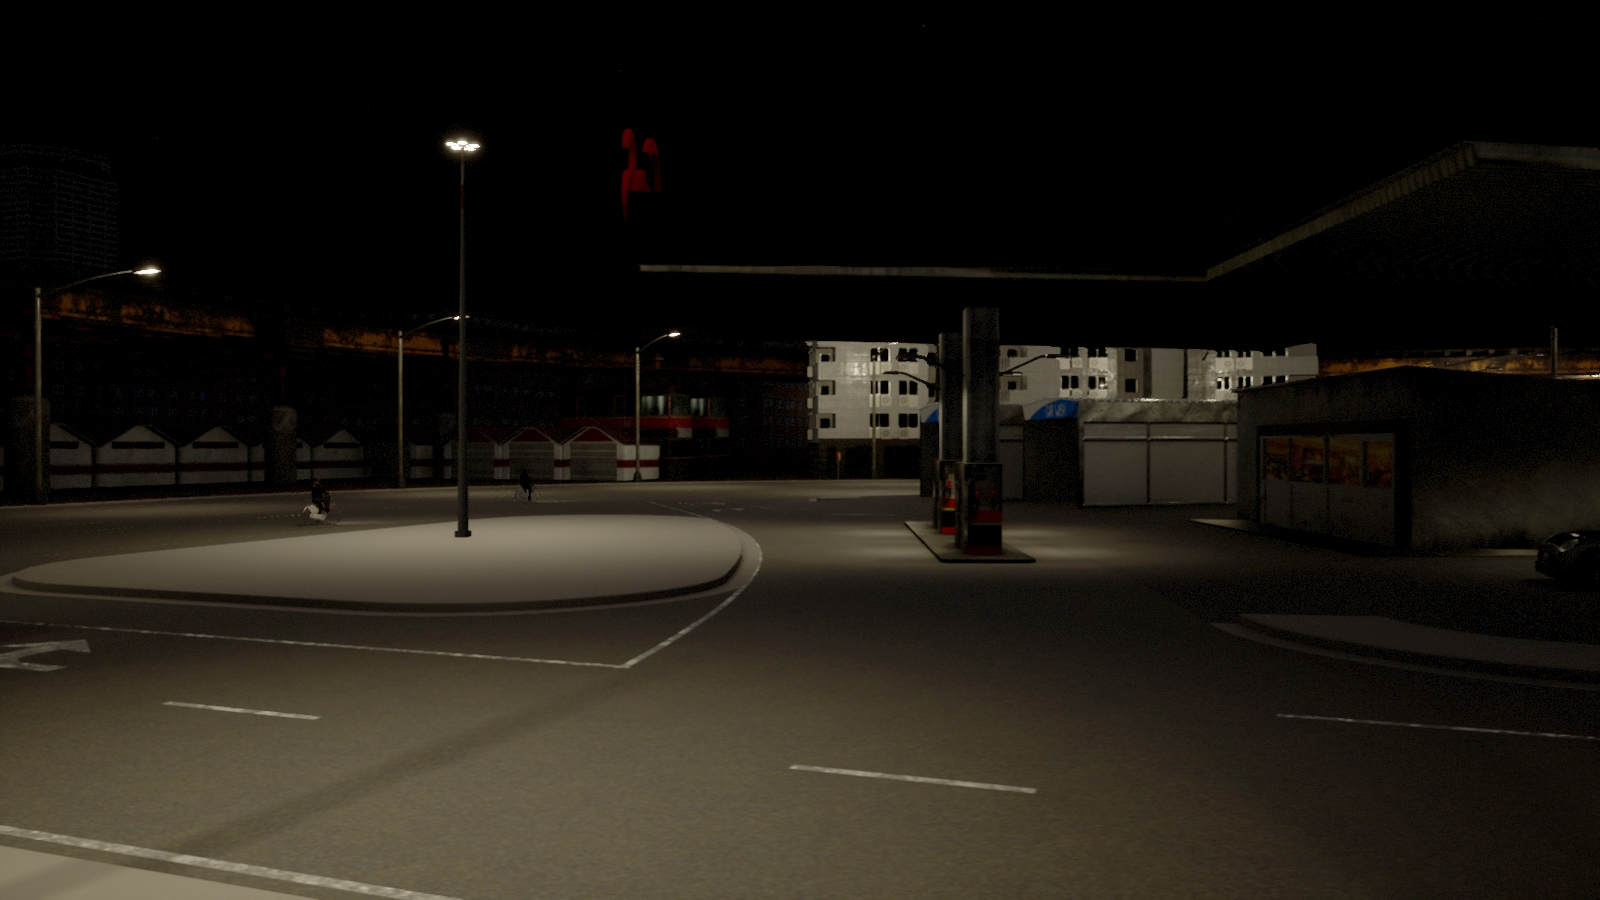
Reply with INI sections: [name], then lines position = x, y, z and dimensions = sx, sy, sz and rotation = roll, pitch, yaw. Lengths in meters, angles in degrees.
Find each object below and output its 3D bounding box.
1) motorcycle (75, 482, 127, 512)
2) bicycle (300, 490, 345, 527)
[motorcycle]
position = -30.579, 2.043, 49.996
dimensions = 0.856, 1.236, 1.805
rotation = 0, 0, 19
[bicycle]
position = -17.070, 2.079, 40.914
dimensions = 0.329, 1.196, 1.835
rotation = 0, 0, 20
